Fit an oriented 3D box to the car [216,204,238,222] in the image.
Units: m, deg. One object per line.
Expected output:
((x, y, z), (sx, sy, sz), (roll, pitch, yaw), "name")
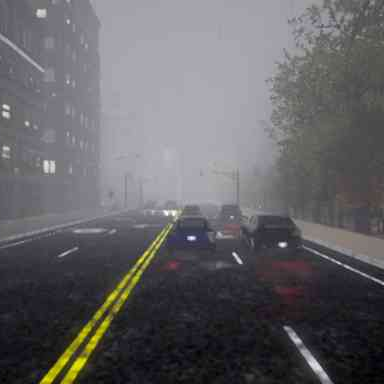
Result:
((3.235, 1.786, 29.300), (1.837, 1.490, 4.892), (0, 0, 0), "car")

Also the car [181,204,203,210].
((-0.014, 1.805, 29.390), (1.812, 1.442, 4.674), (0, 0, 0), "car")

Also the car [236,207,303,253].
((3.245, 1.643, 14.307), (1.837, 1.490, 4.892), (0, 0, 0), "car")

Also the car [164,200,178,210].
((-3.288, 2.001, 52.451), (2.128, 1.511, 4.902), (0, -1, 0), "car")

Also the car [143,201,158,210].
((-6.536, 2.058, 52.748), (2.033, 1.411, 5.357), (0, -1, 0), "car")

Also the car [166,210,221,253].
((-0.006, 1.699, 14.315), (1.994, 1.385, 4.181), (0, 0, 0), "car")
